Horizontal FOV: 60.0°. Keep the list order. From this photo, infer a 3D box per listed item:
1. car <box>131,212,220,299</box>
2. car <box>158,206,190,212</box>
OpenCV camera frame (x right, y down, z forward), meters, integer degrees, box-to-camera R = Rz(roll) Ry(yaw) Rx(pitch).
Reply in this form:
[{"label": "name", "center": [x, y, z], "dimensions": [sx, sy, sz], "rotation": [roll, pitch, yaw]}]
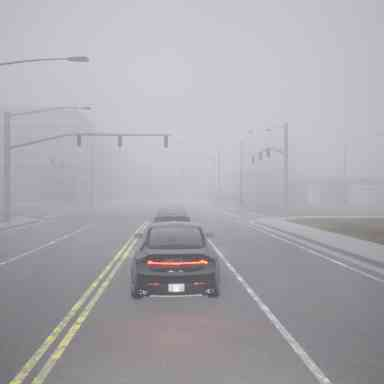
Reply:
[{"label": "car", "center": [-0.442, 1.505, 8.503], "dimensions": [1.837, 1.490, 4.892], "rotation": [0, 0, -4]}, {"label": "car", "center": [-1.079, 1.478, 17.976], "dimensions": [1.882, 1.535, 5.008], "rotation": [0, 0, -4]}]
